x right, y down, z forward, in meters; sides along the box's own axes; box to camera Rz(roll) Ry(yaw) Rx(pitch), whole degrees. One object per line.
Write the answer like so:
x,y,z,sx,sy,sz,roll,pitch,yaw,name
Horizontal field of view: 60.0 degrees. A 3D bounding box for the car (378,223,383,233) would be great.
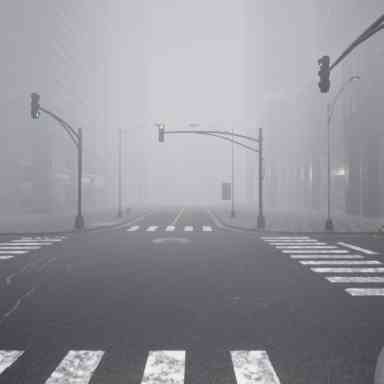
11.754,1.564,16.231,4.829,1.417,1.752,0,-1,0,car
